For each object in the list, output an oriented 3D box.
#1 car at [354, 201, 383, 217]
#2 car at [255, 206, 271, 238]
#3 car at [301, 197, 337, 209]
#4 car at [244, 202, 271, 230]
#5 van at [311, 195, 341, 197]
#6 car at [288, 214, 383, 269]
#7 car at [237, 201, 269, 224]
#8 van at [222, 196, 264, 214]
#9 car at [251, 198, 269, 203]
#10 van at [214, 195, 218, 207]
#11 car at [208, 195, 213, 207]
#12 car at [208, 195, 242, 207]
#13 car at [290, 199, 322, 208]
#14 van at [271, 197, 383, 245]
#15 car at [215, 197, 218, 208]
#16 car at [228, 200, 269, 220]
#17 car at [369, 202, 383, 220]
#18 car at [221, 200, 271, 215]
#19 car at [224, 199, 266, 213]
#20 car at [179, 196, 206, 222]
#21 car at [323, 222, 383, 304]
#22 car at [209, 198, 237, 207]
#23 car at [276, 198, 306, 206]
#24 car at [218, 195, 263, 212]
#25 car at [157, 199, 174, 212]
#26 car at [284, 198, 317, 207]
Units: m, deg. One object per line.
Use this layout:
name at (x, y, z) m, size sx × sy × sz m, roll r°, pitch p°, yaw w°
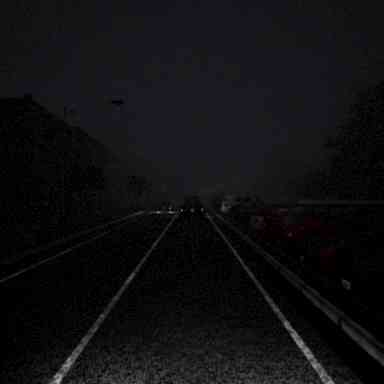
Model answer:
car at (18.660, 1.638, 32.340) m, size 4.792 × 1.488 × 2.163 m, roll 0°, pitch 0°, yaw 0°
car at (5.662, 1.555, 15.372) m, size 4.792 × 1.488 × 2.163 m, roll 0°, pitch 0°, yaw 0°
car at (18.644, 1.594, 49.050) m, size 4.553 × 1.767 × 2.185 m, roll 0°, pitch 0°, yaw 0°
car at (5.814, 1.532, 18.176) m, size 5.366 × 1.575 × 1.946 m, roll 0°, pitch 0°, yaw 0°
van at (18.792, 1.473, 46.270) m, size 4.442 × 1.987 × 1.878 m, roll 0°, pitch 0°, yaw 0°
car at (5.611, 1.537, 9.766) m, size 4.792 × 1.488 × 2.163 m, roll 0°, pitch 0°, yaw 0°
car at (5.620, 1.545, 20.976) m, size 5.008 × 1.535 × 2.097 m, roll 0°, pitch 0°, yaw 0°
van at (5.719, 1.417, 37.797) m, size 4.442 × 1.987 × 1.878 m, roll 0°, pitch 0°, yaw 0°
car at (18.700, 2.360, 91.453) m, size 4.674 × 1.452 × 2.002 m, roll 0°, pitch -1°, yaw 0°
van at (5.481, 1.454, 43.404) m, size 4.442 × 1.987 × 1.878 m, roll 0°, pitch 0°, yaw 0°
car at (5.623, 1.468, 49.009) m, size 5.566 × 2.045 × 2.435 m, roll 0°, pitch 0°, yaw 0°
car at (5.625, 1.547, 57.419) m, size 5.566 × 2.045 × 2.435 m, roll 0°, pitch -1°, yaw 0°
car at (18.678, 1.809, 54.616) m, size 4.674 × 1.452 × 2.002 m, roll 0°, pitch -1°, yaw 0°
van at (5.520, 1.290, 12.570) m, size 4.442 × 1.987 × 1.878 m, roll 0°, pitch 0°, yaw 0°
car at (5.594, 1.662, 40.598) m, size 4.892 × 1.521 × 2.231 m, roll 0°, pitch 0°, yaw 0°
car at (5.588, 1.602, 26.583) m, size 4.792 × 1.488 × 2.163 m, roll 0°, pitch 0°, yaw 0°
car at (18.722, 1.620, 29.555) m, size 4.792 × 1.488 × 2.163 m, roll 0°, pitch 0°, yaw 0°
car at (5.601, 1.625, 34.992) m, size 5.008 × 1.535 × 2.097 m, roll 0°, pitch 0°, yaw 0°
car at (5.609, 1.590, 29.381) m, size 4.892 × 1.521 × 2.231 m, roll 0°, pitch 0°, yaw 0°
car at (0.072, 1.465, 27.702) m, size 2.097 × 1.767 × 4.553 m, roll 0°, pitch 0°, yaw 1°
car at (5.615, 1.527, 6.962) m, size 4.792 × 1.488 × 2.163 m, roll 0°, pitch 0°, yaw 0°
car at (5.593, 1.833, 60.217) m, size 4.892 × 1.521 × 2.231 m, roll 0°, pitch -1°, yaw 0°
car at (18.675, 1.867, 62.972) m, size 5.008 × 1.535 × 2.097 m, roll 0°, pitch -1°, yaw 0°
car at (5.638, 1.355, 32.190) m, size 5.566 × 2.045 × 2.435 m, roll 0°, pitch 0°, yaw 0°
car at (-3.337, 1.713, 42.505) m, size 1.837 × 1.490 × 4.892 m, roll 0°, pitch 0°, yaw 0°
car at (18.682, 1.798, 57.404) m, size 5.008 × 1.535 × 2.097 m, roll 0°, pitch -1°, yaw 0°
